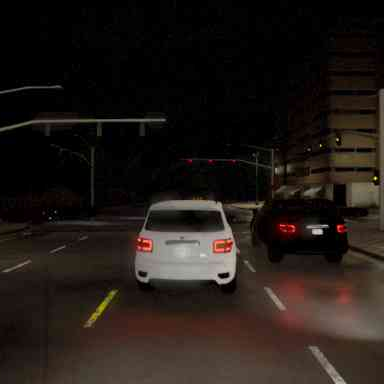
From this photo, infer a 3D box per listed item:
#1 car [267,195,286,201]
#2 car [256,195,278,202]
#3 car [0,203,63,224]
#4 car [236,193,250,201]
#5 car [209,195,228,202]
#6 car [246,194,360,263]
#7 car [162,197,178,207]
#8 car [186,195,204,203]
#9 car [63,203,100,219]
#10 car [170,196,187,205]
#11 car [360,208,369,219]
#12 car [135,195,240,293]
[{"bbox_3d":[21.827,1.522,86.198,4.674,1.442,1.812,0,0,-22],"label":"car"},{"bbox_3d":[18.189,1.538,80.172,5.357,1.411,2.033,0,0,-34],"label":"car"},{"bbox_3d":[-12.628,1.644,25.041,4.718,1.301,1.895,-1,0,11],"label":"car"},{"bbox_3d":[13.060,1.224,80.679,5.566,2.045,2.150,0,0,-41],"label":"car"},{"bbox_3d":[6.367,1.523,78.940,2.128,1.511,4.902,0,0,38],"label":"car"},{"bbox_3d":[3.576,1.221,12.116,2.150,2.045,5.566,0,0,0],"label":"car"},{"bbox_3d":[-3.371,1.504,51.545,1.837,1.490,4.892,0,0,3],"label":"car"},{"bbox_3d":[0.651,1.476,70.309,1.882,1.535,5.008,0,0,23],"label":"car"},{"bbox_3d":[-10.623,1.633,29.257,4.718,1.301,1.895,0,0,0],"label":"car"},{"bbox_3d":[-2.436,1.504,60.782,1.837,1.490,4.892,0,0,13],"label":"car"},{"bbox_3d":[12.917,1.659,29.389,4.718,1.301,1.895,0,0,0],"label":"car"},{"bbox_3d":[0.015,1.221,9.090,2.150,2.045,5.566,0,0,4],"label":"car"}]
